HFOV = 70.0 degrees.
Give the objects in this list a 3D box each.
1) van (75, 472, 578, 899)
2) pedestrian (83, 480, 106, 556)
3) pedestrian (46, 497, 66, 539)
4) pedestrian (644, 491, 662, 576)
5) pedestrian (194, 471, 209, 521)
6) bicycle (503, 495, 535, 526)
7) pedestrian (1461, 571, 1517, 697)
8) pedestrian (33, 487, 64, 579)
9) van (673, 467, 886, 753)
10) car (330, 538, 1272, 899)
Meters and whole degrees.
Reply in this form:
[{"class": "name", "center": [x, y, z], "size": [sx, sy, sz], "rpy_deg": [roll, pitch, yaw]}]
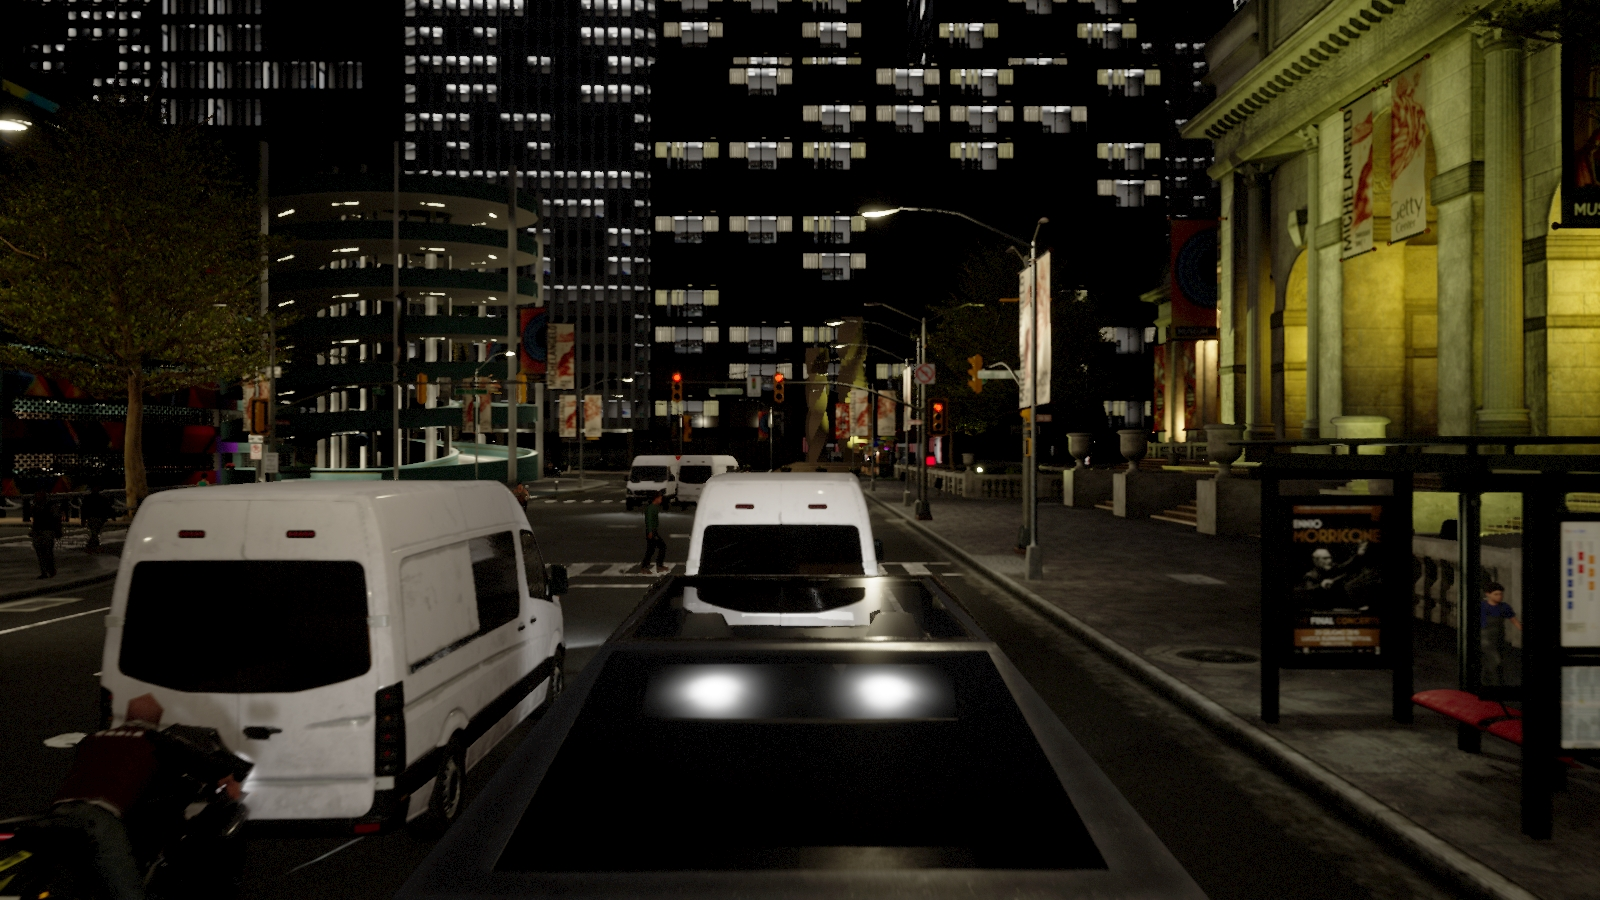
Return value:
[{"class": "van", "center": [-3.514, 1.534, 10.049], "size": [1.988, 2.561, 5.915], "rpy_deg": [0, 0, 0]}, {"class": "pedestrian", "center": [-17.586, 1.695, 28.468], "size": [0.375, 1.860, 0.375], "rpy_deg": [0, 0, 36]}, {"class": "pedestrian", "center": [-23.342, 2.127, 35.862], "size": [0.375, 1.300, 0.375], "rpy_deg": [0, 0, 0]}, {"class": "pedestrian", "center": [-3.268, 1.848, 25.421], "size": [0.375, 1.860, 0.375], "rpy_deg": [0, 0, -2]}, {"class": "pedestrian", "center": [-22.251, 1.702, 42.499], "size": [0.375, 1.860, 0.375], "rpy_deg": [0, 0, 0]}, {"class": "bicycle", "center": [-10.530, 2.255, 42.885], "size": [0.859, 1.080, 1.487], "rpy_deg": [0, 0, 0]}, {"class": "pedestrian", "center": [7.446, 1.978, 12.355], "size": [0.375, 1.300, 0.375], "rpy_deg": [0, 0, -2]}, {"class": "pedestrian", "center": [-15.424, 1.696, 23.440], "size": [0.375, 1.860, 0.375], "rpy_deg": [0, 0, 8]}, {"class": "van", "center": [-0.109, 1.534, 13.594], "size": [1.988, 2.561, 5.915], "rpy_deg": [0, 0, 2]}, {"class": "car", "center": [0.000, 1.753, 6.035], "size": [2.390, 2.098, 6.274], "rpy_deg": [0, 0, 0]}]
